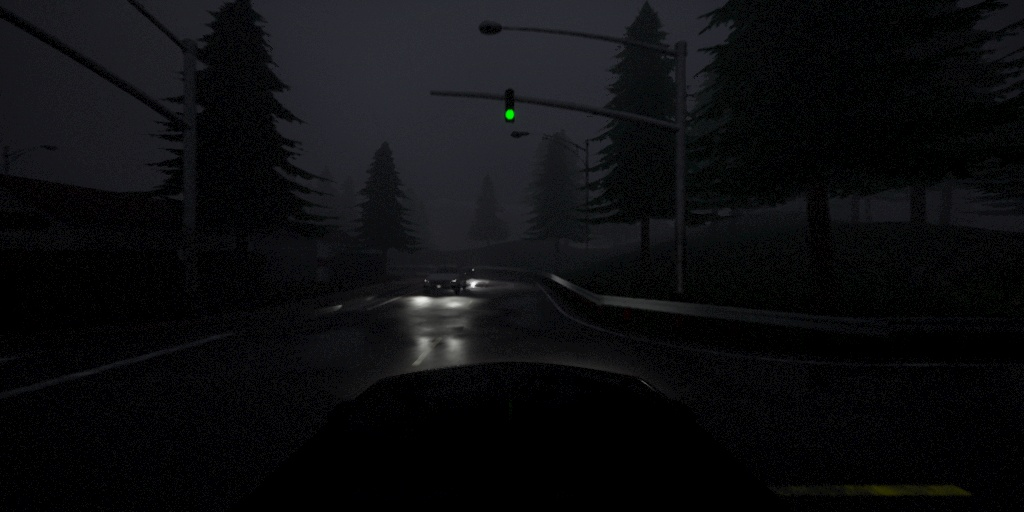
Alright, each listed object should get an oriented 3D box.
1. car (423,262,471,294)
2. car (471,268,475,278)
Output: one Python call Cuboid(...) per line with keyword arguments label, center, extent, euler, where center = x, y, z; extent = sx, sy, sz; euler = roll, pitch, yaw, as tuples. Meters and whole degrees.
Cuboid(label="car", center=(-3.599, 1.200, 19.860), extent=(1.812, 1.442, 4.674), euler=(0, 0, -1))
Cuboid(label="car", center=(-4.722, 1.230, 31.726), extent=(1.895, 1.301, 4.718), euler=(0, 0, -22))
